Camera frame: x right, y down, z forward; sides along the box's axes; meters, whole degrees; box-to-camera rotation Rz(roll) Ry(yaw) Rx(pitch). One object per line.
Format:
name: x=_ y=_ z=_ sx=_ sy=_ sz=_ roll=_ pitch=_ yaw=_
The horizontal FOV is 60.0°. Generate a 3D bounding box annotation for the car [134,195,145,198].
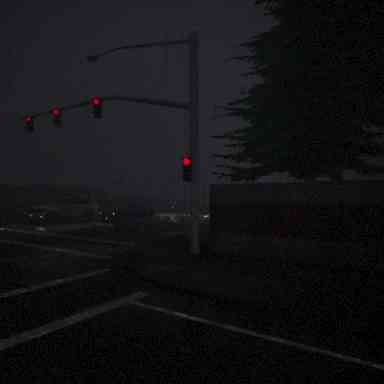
car: x=-12.586 y=1.896 z=86.848 sx=3.806 sy=1.475 sz=1.970 roll=-1 pitch=0 yaw=35

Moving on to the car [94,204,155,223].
car: x=-5.272 y=1.710 z=27.194 sx=1.895 sy=1.301 sz=4.718 roll=-1 pitch=0 yaw=35

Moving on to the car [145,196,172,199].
car: x=-6.830 y=1.529 z=68.817 sx=4.605 sy=1.855 sz=1.932 roll=-1 pitch=0 yaw=35

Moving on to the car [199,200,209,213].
car: x=2.224 y=1.589 z=37.873 sx=1.882 sy=1.535 sz=5.008 roll=-1 pitch=0 yaw=35

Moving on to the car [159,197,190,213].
car: x=-1.568 y=1.665 z=38.540 sx=1.812 sy=1.442 sz=4.674 roll=-1 pitch=0 yaw=35

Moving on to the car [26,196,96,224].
car: x=-10.102 y=1.360 z=26.413 sx=2.150 sy=2.045 sz=5.566 roll=-1 pitch=0 yaw=35
